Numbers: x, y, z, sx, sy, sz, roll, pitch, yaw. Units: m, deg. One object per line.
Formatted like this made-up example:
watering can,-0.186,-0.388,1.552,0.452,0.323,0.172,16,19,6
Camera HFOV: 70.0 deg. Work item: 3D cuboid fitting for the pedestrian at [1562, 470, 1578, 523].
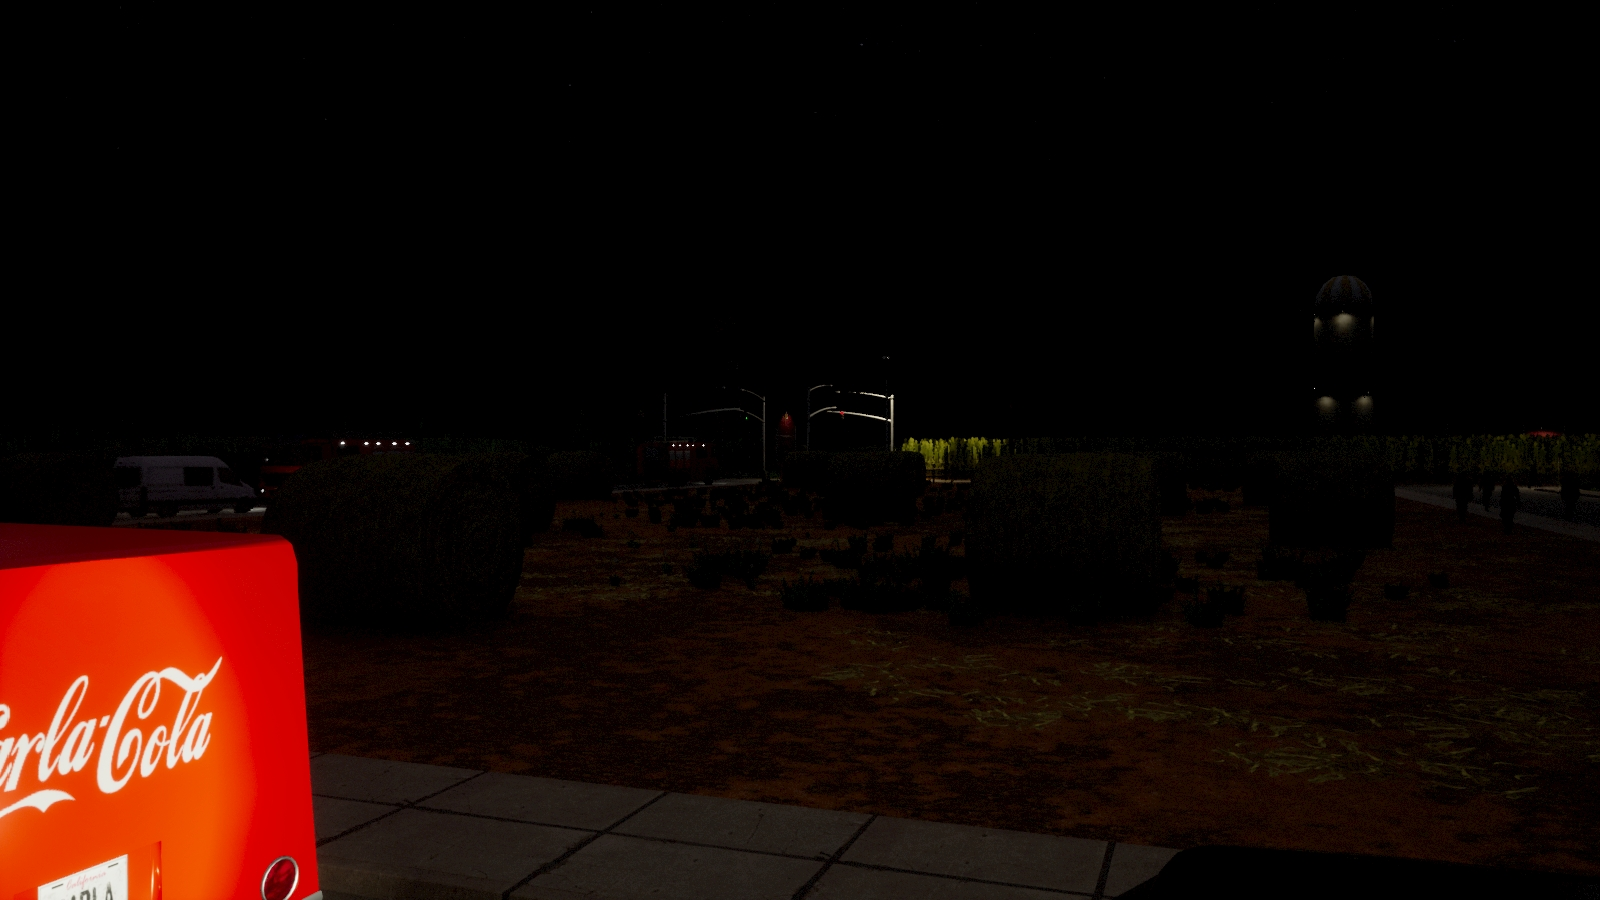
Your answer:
pedestrian,27.549,1.664,40.866,0.375,1.860,0.375,0,0,16

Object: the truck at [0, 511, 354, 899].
truck,-5.033,1.572,5.132,5.204,2.467,2.627,0,0,20

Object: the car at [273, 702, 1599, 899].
car,1.269,1.906,2.870,4.553,1.767,2.097,0,0,20

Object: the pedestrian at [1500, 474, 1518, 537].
pedestrian,21.422,1.667,34.523,0.375,1.860,0.375,0,0,-43

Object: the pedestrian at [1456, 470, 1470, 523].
pedestrian,23.735,1.666,40.874,0.375,1.860,0.375,0,0,20
